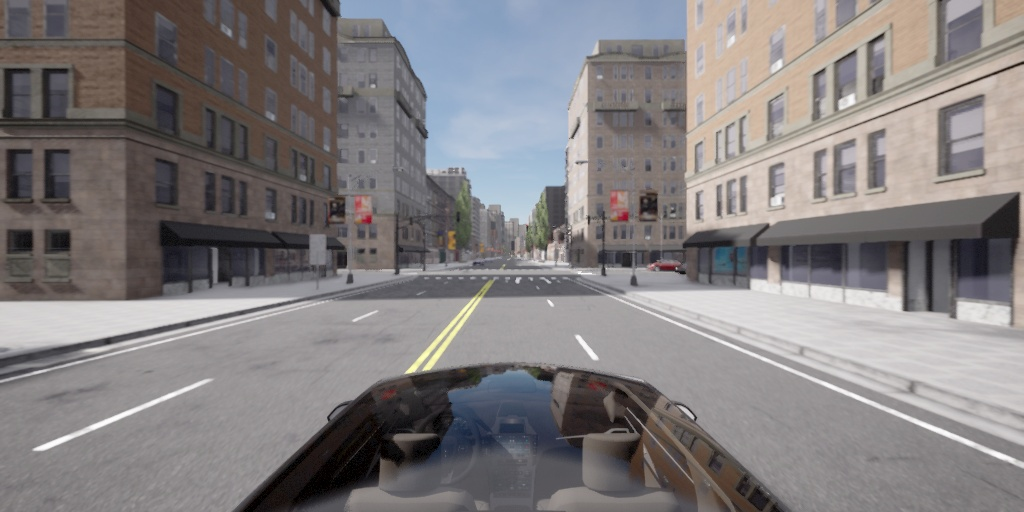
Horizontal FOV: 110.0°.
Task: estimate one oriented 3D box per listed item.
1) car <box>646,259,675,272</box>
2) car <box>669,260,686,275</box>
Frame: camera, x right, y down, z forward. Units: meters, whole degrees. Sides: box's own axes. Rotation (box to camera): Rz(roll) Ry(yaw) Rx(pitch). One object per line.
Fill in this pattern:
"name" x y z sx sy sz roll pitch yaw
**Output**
"car" 18.908 1.147 44.596 4.097 1.591 1.967 0 0 0
"car" 18.868 1.311 36.571 4.313 1.339 1.948 0 0 0
